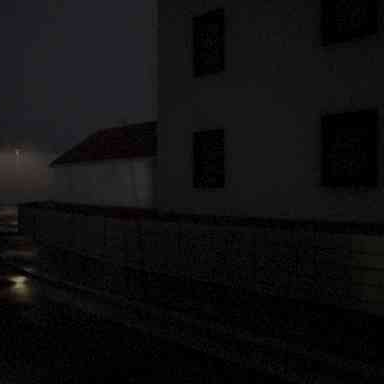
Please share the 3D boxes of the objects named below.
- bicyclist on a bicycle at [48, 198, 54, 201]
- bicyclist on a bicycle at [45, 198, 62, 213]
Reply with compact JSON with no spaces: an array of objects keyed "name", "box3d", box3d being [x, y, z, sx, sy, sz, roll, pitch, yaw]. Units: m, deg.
[{"name":"bicyclist on a bicycle","box3d":[-14.893,1.449,35.000,1.656,1.620,0.582,0,0,-3]},{"name":"bicyclist on a bicycle","box3d":[-15.181,1.449,36.423,0.582,1.620,1.656,0,0,41]}]
